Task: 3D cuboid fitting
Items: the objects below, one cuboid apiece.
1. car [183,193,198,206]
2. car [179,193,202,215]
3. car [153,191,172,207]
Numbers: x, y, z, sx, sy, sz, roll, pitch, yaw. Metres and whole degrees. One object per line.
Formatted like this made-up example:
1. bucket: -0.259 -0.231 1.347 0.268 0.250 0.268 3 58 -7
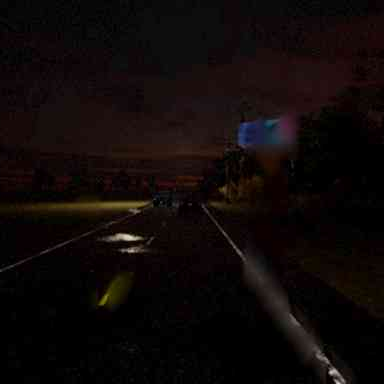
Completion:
1. car: -0.200 1.008 46.440 2.097 1.767 4.553 0 1 0
2. car: -0.131 1.121 30.934 2.097 1.767 4.553 0 0 0
3. car: -3.761 0.889 43.589 2.150 2.045 5.566 0 0 0
